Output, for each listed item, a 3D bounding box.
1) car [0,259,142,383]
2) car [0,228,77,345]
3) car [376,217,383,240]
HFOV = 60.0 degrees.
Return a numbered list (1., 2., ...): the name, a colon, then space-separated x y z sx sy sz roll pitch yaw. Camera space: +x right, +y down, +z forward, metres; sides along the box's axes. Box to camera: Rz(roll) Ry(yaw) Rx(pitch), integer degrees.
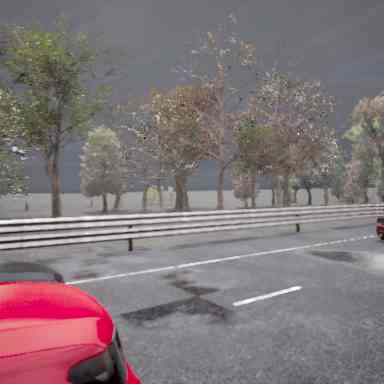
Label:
1. car: -3.004 1.223 1.602 5.566 2.045 2.150 0 0 -36
2. car: -4.448 1.505 4.871 4.892 1.490 1.837 0 0 -36
3. car: 10.617 1.476 15.635 5.008 1.535 1.882 0 0 -36
